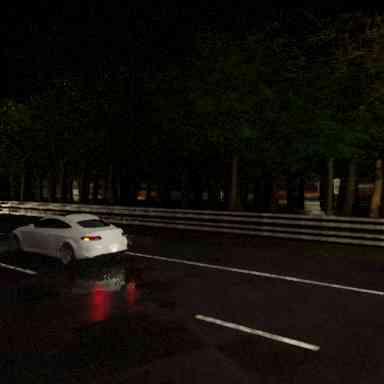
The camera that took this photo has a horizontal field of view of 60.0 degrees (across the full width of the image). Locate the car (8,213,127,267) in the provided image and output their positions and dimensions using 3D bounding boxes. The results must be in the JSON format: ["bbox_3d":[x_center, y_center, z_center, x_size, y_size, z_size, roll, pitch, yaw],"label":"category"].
[{"bbox_3d":[-4.200,1.438,11.092,4.674,1.442,1.812,1,0,34],"label":"car"}]
